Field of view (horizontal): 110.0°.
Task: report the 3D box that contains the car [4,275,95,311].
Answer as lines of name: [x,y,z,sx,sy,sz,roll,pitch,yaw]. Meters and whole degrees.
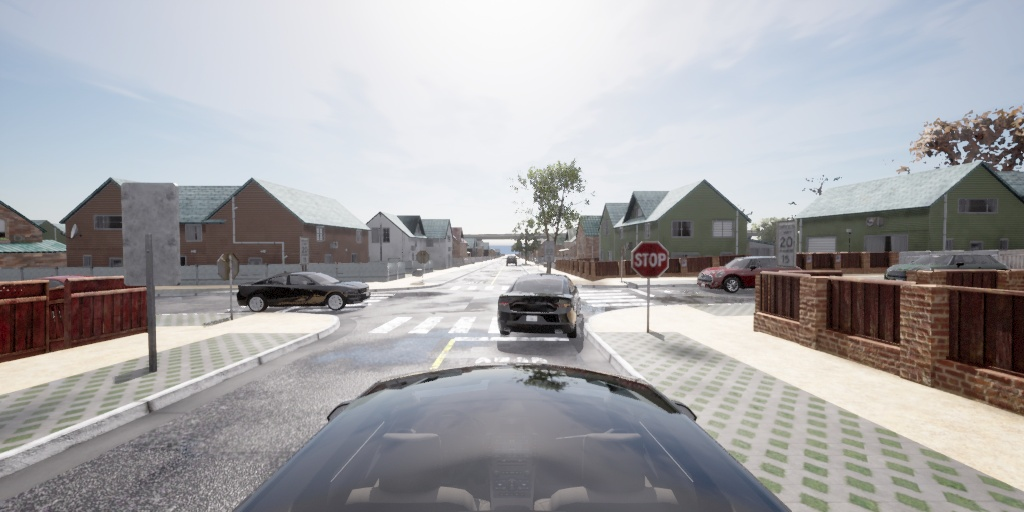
car: [-18.034,1.547,14.748,5.008,1.535,1.882,-1,2,0]

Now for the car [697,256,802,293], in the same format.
car: [11.790,0.820,17.924,4.553,1.767,2.097,-1,2,0]

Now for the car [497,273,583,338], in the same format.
car: [0.949,1.224,10.303,1.882,1.535,5.008,0,0,12]

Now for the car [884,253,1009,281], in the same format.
car: [21.685,0.646,18.005,4.553,1.767,2.097,-1,2,0]

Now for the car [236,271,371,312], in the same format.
car: [-8.482,1.377,14.820,5.008,1.535,1.882,-1,2,0]
